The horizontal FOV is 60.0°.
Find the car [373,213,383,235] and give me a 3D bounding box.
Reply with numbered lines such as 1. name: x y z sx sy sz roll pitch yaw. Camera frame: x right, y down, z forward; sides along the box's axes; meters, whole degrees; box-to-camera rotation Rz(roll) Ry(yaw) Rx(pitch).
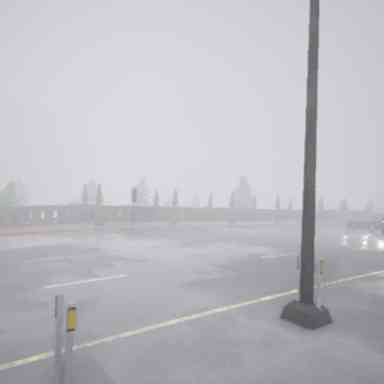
1. car: 15.613 2.128 23.714 5.566 2.045 2.150 3 -2 -35

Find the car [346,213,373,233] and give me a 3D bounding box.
1. car: 14.690 2.449 27.349 5.008 1.535 1.882 3 -2 -35
